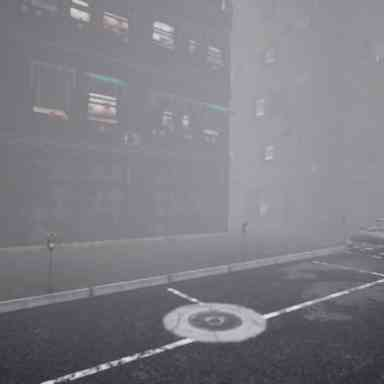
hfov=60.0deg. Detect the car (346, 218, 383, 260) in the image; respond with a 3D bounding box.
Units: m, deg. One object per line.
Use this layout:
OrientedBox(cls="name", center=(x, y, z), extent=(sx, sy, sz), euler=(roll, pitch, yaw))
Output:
OrientedBox(cls="car", center=(7.227, 1.618, 11.854), extent=(4.403, 1.369, 2.008), euler=(0, 1, -35))
